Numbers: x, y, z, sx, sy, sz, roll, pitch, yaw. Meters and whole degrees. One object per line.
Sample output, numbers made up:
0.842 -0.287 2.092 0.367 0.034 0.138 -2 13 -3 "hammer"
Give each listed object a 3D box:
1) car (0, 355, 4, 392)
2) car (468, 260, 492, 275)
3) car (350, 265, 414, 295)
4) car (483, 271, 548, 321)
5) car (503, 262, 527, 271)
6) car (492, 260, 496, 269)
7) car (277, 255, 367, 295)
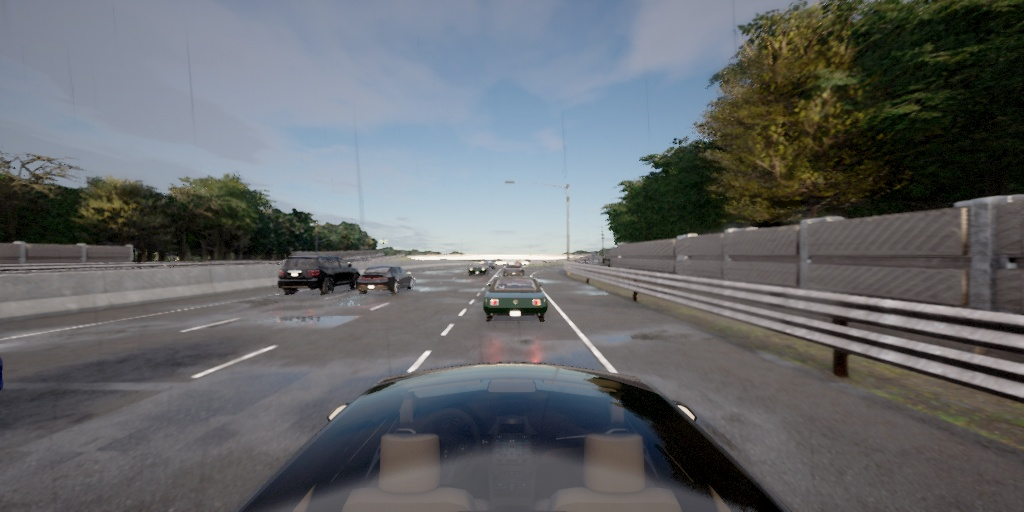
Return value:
-6.899 0.972 1.609 2.150 2.045 5.566 0 0 0 "car"
-3.499 1.369 38.436 1.895 1.301 4.718 0 0 0 "car"
-6.900 1.265 19.979 1.837 1.490 4.892 0 0 0 "car"
0.100 1.356 12.456 1.895 1.301 4.718 0 0 0 "car"
0.247 1.255 32.393 2.128 1.511 4.902 0 0 2 "car"
-3.498 1.341 55.658 2.033 1.411 5.357 0 0 0 "car"
-10.399 0.981 19.829 2.150 2.045 5.566 0 0 0 "car"
